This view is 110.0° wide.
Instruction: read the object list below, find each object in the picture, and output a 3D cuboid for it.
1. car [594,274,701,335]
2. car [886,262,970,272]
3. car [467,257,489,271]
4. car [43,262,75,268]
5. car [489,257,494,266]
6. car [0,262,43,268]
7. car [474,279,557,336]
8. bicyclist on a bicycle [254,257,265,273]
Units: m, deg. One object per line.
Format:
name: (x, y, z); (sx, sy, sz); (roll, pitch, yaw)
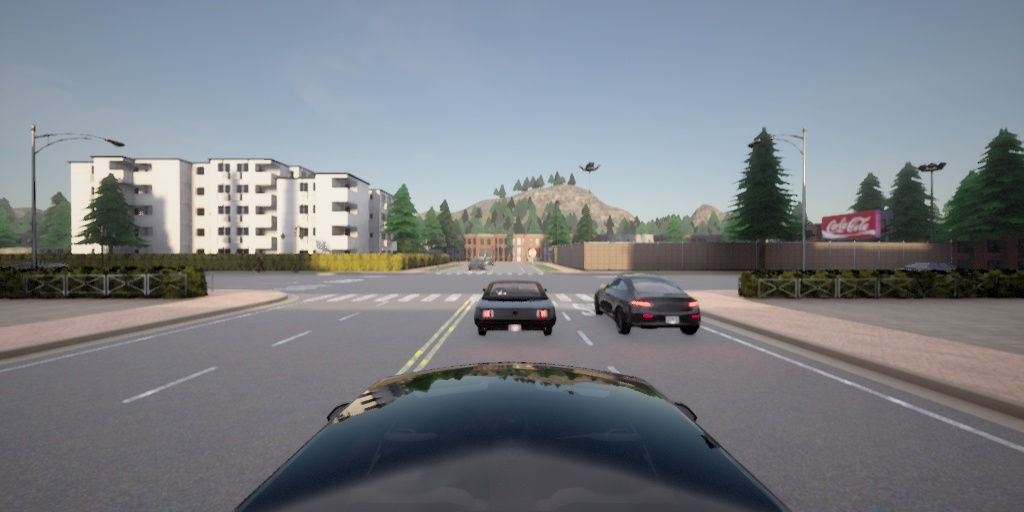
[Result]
car: (3.623, 1.236, 10.245); (1.812, 1.442, 4.674); (0, 0, 2)
car: (32.850, 1.173, 28.371); (5.357, 1.411, 2.033); (0, 0, 1)
car: (-4.228, 1.043, 43.543); (1.837, 1.490, 4.892); (0, 1, 0)
car: (-32.227, 1.134, 24.909); (4.902, 1.511, 2.128); (0, 0, 0)
car: (-4.166, 0.945, 62.287); (2.128, 1.511, 4.902); (0, 0, 0)
car: (-31.593, 1.222, 21.410); (4.181, 1.385, 1.994); (0, 0, 0)
car: (0.079, 1.311, 10.244); (1.895, 1.301, 4.718); (0, 0, 0)
bicyclist on a bicycle: (-25.274, 0.892, 35.907); (0.582, 1.620, 1.656); (0, 1, 0)
